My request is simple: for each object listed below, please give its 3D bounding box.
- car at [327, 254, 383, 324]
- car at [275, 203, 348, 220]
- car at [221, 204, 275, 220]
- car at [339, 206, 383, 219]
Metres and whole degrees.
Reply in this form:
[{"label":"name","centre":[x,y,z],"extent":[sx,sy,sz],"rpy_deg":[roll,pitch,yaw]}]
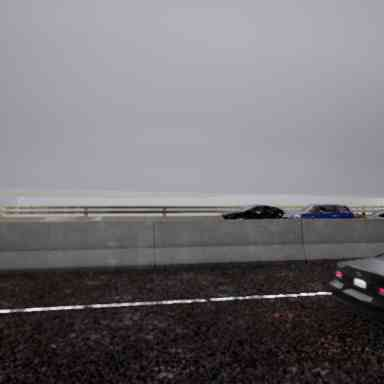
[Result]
[{"label":"car","centre":[5.315,1.613,6.122],"extent":[5.357,1.411,2.033],"rpy_deg":[0,0,-11]},{"label":"car","centre":[7.982,1.520,21.073],"extent":[4.553,1.767,2.097],"rpy_deg":[0,0,-11]},{"label":"car","centre":[4.524,1.670,23.986],"extent":[4.892,1.490,1.837],"rpy_deg":[0,0,-11]},{"label":"car","centre":[10.876,1.671,18.055],"extent":[4.892,1.490,1.837],"rpy_deg":[0,0,-11]}]
